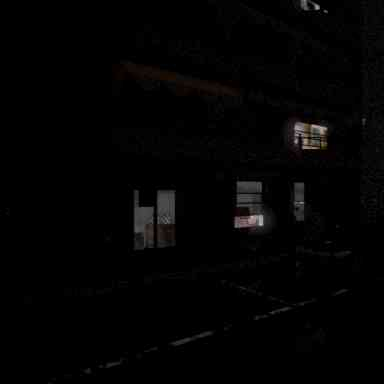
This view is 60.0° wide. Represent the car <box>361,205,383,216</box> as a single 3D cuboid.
[{"bbox_3d":[16.822,1.888,32.091,1.895,1.301,4.718,0,-1,-36],"label":"car"}]

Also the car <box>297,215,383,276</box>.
[{"bbox_3d":[5.042,1.582,10.230,4.206,1.307,1.802,0,0,-36],"label":"car"}]
